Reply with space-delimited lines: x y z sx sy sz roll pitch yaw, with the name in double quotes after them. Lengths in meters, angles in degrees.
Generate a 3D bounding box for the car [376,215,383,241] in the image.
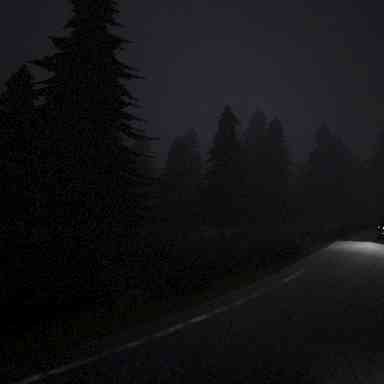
10.067 1.438 15.543 1.837 1.490 4.892 0 0 41 "car"
